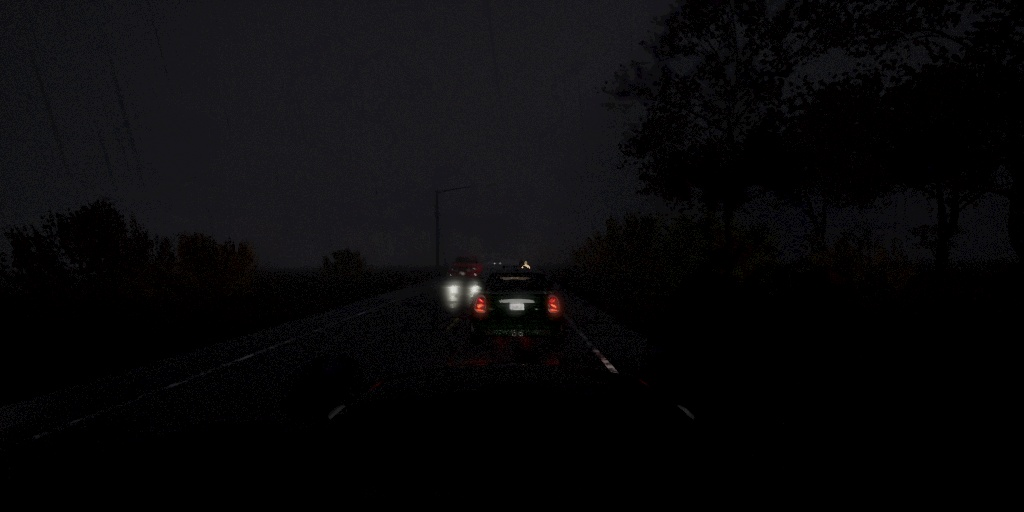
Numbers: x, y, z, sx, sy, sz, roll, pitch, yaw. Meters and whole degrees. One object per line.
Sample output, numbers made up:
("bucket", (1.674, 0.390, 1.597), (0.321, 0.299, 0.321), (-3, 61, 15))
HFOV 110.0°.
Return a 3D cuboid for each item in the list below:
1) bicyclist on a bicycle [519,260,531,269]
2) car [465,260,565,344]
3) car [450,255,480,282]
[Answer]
("bicyclist on a bicycle", (0.985, 1.177, 25.563), (0.866, 1.612, 1.509), (0, 0, 1))
("car", (0.116, 1.099, 9.740), (2.097, 1.767, 4.553), (0, 0, 0))
("car", (-3.584, 0.961, 28.957), (2.150, 2.045, 5.566), (0, 0, 0))
